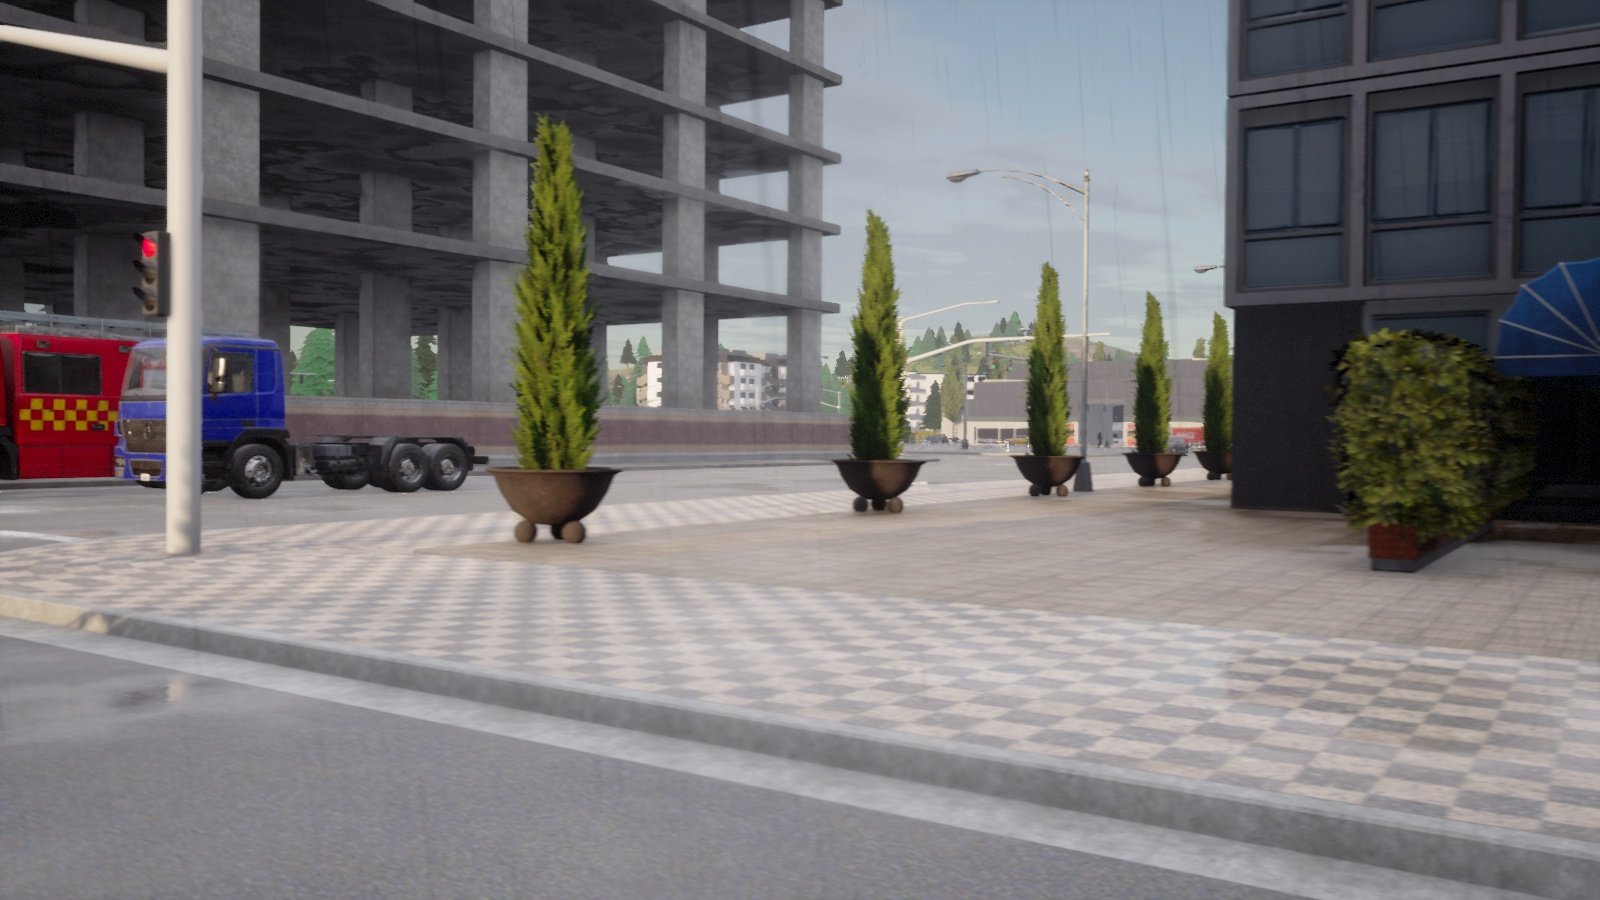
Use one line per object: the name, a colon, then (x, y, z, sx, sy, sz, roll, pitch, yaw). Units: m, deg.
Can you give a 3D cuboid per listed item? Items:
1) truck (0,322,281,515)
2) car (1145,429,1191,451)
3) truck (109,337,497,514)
truck: (-16.009, -0.661, 27.339, 2.891, 3.827, 8.468, 0, 1, 34)
car: (26.559, -0.740, 90.513, 1.837, 1.490, 4.892, 0, 1, 34)
truck: (-10.939, -0.542, 28.606, 2.891, 3.462, 7.936, 0, 1, 34)
